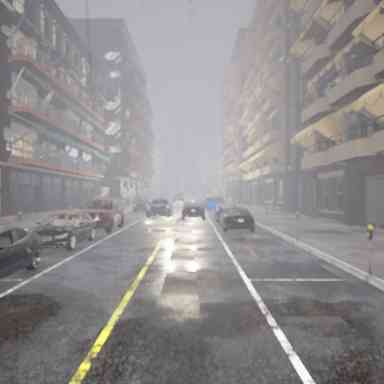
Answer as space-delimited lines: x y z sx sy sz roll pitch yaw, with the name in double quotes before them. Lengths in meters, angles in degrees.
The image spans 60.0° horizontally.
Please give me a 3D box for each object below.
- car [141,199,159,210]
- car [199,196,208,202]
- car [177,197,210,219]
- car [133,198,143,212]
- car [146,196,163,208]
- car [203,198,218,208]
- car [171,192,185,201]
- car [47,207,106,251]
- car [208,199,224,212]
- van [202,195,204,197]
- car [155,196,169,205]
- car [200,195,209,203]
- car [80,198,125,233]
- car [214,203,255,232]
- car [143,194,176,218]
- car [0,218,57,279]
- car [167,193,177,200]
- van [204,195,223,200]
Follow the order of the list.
"car" -5.297 1.536 42.315 1.802 1.307 4.206 1 0 0
"car" 2.591 1.505 76.368 1.802 1.307 4.206 1 0 0
"car" 0.103 1.472 28.253 2.163 1.488 4.792 0 0 0
"car" -5.296 1.399 36.644 1.967 1.590 4.097 1 0 0
"car" -5.294 1.388 47.986 1.967 1.590 4.097 1 0 0
"car" 2.585 1.514 48.014 1.947 1.339 4.313 1 0 0
"car" -2.734 1.124 70.251 2.150 2.045 5.566 0 0 0
"car" -5.303 1.534 13.961 2.008 1.369 4.403 1 0 0
"car" 2.580 1.522 25.331 2.008 1.369 4.403 1 0 0
"van" 2.587 1.295 42.343 1.690 1.788 3.998 1 0 0
"car" -5.293 1.488 59.328 2.008 1.369 4.403 1 0 0
"car" 2.591 1.453 70.867 1.752 1.417 4.829 1 0 0
"car" -5.298 1.292 19.632 2.192 1.841 5.009 1 0 0
"car" 2.579 1.543 19.660 1.947 1.339 4.313 1 0 0
"car" -2.840 1.318 29.837 2.097 1.767 4.553 0 0 0
"car" -5.304 1.556 8.290 1.947 1.339 4.313 1 0 0
"car" -5.292 1.231 87.682 2.192 1.841 5.009 1 0 0
"van" 2.585 1.300 36.673 1.690 1.788 3.998 1 0 0
